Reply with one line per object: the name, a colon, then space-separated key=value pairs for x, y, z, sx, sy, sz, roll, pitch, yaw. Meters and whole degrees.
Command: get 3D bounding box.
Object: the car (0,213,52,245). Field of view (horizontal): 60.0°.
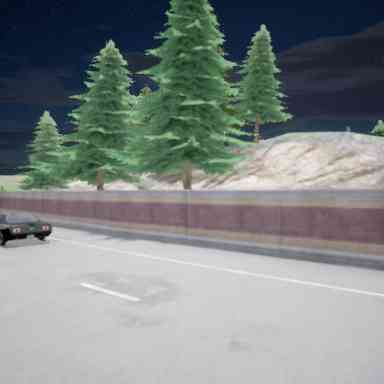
car: x=-8.565 y=1.640 z=15.828 sx=4.718 sy=1.301 sz=1.895 roll=0 pitch=0 yaw=43
